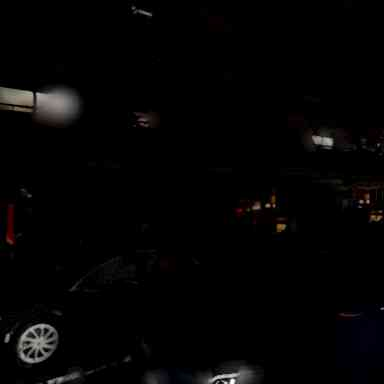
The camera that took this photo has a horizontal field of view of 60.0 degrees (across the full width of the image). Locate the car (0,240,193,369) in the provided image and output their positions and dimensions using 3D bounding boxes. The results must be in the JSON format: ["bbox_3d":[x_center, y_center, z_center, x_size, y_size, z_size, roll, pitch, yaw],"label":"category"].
[{"bbox_3d":[-1.323,1.551,5.621,4.403,1.369,2.008,0,0,-35],"label":"car"}]

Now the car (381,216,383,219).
[{"bbox_3d":[7.676,1.444,12.040,4.097,1.590,1.967,0,0,-35],"label":"car"}]

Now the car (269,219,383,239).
[{"bbox_3d":[3.176,1.547,8.830,4.507,1.381,1.887,0,0,-35],"label":"car"}]

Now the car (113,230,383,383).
[{"bbox_3d":[1.549,1.527,4.454,4.674,1.442,1.812,0,0,-35],"label":"car"}]
